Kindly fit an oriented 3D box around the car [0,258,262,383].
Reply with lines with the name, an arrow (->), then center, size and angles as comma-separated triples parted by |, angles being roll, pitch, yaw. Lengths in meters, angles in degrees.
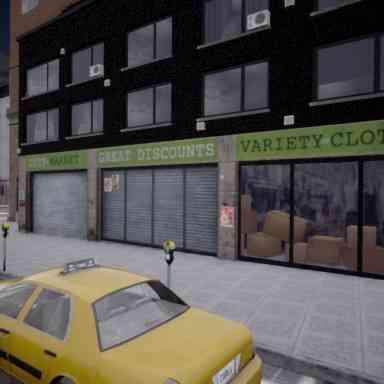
car -> -1.579, 1.524, 4.217 | 4.829, 1.417, 1.752 | 0, 1, 35
